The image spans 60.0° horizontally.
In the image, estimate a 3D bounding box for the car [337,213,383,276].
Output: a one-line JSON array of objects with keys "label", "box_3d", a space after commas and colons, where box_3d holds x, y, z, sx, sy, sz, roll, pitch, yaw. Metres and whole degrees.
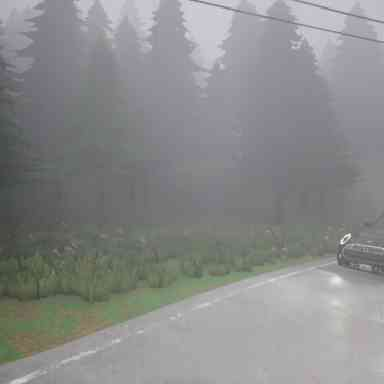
[{"label": "car", "box_3d": [6.307, 1.320, 9.641, 4.553, 1.767, 2.097, 0, 0, -32]}]
